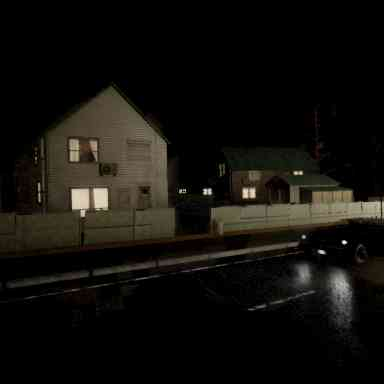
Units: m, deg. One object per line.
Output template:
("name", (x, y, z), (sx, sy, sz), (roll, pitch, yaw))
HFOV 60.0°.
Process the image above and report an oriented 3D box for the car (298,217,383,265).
("car", (5.926, 1.597, 11.835), (4.718, 1.301, 1.895), (0, 0, -35))
